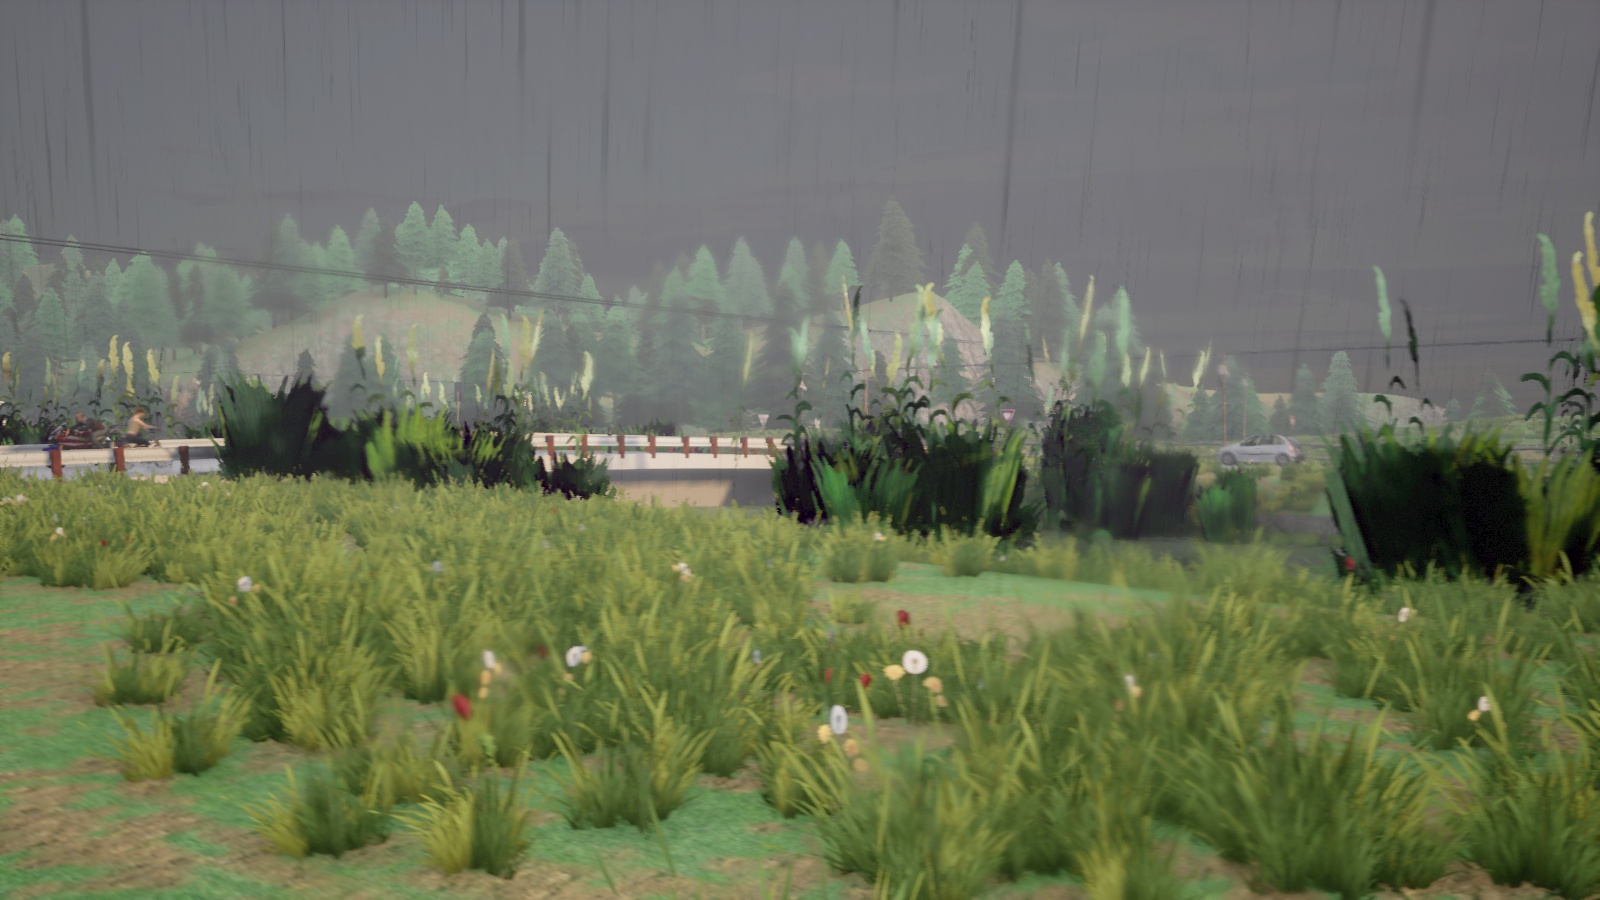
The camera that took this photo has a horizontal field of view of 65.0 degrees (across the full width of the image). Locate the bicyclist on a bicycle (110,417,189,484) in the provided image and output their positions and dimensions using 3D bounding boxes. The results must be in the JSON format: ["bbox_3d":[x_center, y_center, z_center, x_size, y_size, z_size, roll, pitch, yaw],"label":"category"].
[{"bbox_3d":[-16.798,-0.002,32.457,0.866,1.612,1.509,0,4,39],"label":"bicyclist on a bicycle"}]

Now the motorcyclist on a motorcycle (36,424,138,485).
[{"bbox_3d":[-19.605,0.102,34.555,0.866,1.530,2.191,0,4,39],"label":"motorcyclist on a motorcycle"}]

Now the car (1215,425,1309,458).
[{"bbox_3d":[22.900,-0.428,62.270,3.988,1.617,1.851,0,1,40],"label":"car"}]
